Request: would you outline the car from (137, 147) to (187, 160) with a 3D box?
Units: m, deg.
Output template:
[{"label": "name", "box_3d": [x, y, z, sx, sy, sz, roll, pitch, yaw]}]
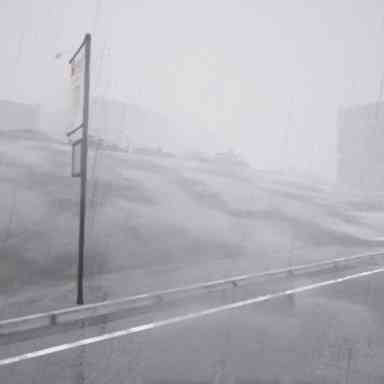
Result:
[{"label": "car", "box_3d": [-3.358, -3.476, 31.621, 4.892, 1.521, 2.231, 2, -1, -42]}]

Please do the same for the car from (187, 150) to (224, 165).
[{"label": "car", "box_3d": [0.743, -3.428, 35.489, 4.553, 1.767, 2.185, 2, -1, -43]}]

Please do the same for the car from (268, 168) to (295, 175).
[{"label": "car", "box_3d": [12.357, -2.619, 47.398, 2.002, 1.452, 4.674, 1, -2, 43]}]

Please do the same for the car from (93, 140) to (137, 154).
[{"label": "car", "box_3d": [-7.383, -3.589, 27.991, 4.674, 1.452, 2.002, 2, -1, -41]}]

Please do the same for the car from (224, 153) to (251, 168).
[{"label": "car", "box_3d": [4.754, -3.358, 39.413, 5.566, 2.045, 2.435, 3, -1, -44]}]

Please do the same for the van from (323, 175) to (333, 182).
[{"label": "van", "box_3d": [23.327, -2.048, 60.046, 1.878, 1.987, 4.442, 1, -2, 40]}]

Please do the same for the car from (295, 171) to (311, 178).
[{"label": "car", "box_3d": [16.060, -2.363, 51.514, 2.002, 1.452, 4.674, 1, -2, 42]}]

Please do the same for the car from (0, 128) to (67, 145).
[{"label": "car", "box_3d": [-11.559, -3.753, 24.384, 4.792, 1.488, 2.163, 2, -1, -40]}]

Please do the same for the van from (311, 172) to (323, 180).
[{"label": "van", "box_3d": [19.797, -2.345, 55.788, 1.878, 1.987, 4.442, 1, -2, 41]}]
